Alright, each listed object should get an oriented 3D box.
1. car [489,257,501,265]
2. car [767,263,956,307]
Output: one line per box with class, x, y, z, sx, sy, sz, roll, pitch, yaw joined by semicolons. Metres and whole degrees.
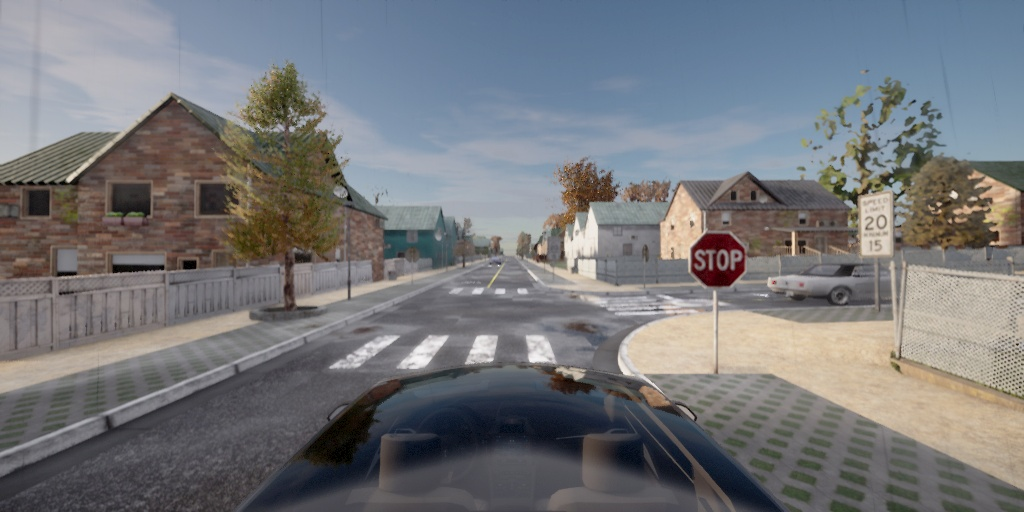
car;-2.866;0.822;61.226;1.812;1.442;4.674;0;0;0
car;11.420;0.871;11.856;4.718;1.301;1.895;-2;-1;1
